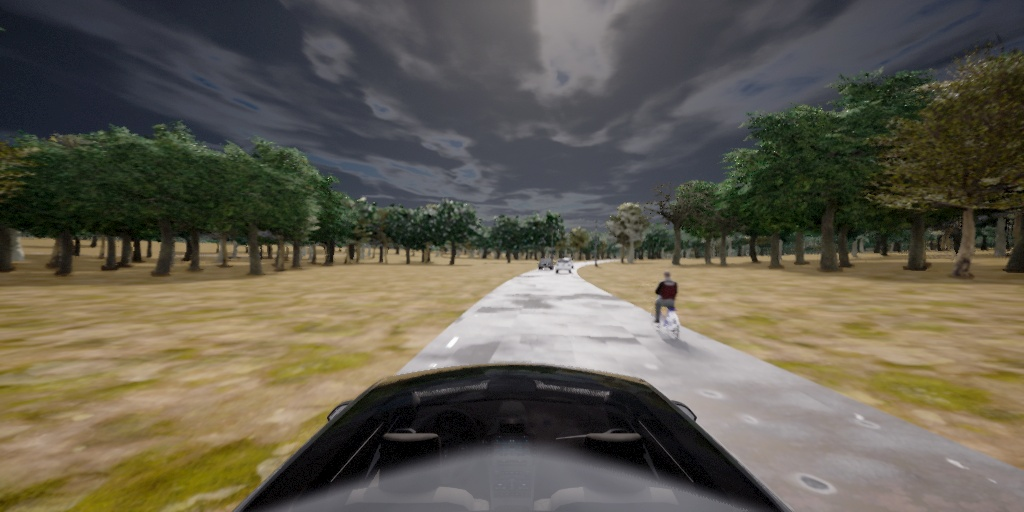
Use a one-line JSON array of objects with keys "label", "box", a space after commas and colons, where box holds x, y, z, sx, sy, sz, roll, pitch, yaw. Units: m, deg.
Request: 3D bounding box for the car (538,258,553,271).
[{"label": "car", "box": [5.728, 1.352, 60.420, 2.150, 2.045, 5.566, 1, 0, 11]}]

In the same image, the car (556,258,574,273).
[{"label": "car", "box": [7.561, 1.394, 52.518, 2.150, 2.045, 5.566, 1, 0, 9]}]

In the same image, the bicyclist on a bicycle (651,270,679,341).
[{"label": "bicyclist on a bicycle", "box": [4.010, 1.251, 9.487, 0.659, 1.776, 1.843, 1, 0, 2]}]
